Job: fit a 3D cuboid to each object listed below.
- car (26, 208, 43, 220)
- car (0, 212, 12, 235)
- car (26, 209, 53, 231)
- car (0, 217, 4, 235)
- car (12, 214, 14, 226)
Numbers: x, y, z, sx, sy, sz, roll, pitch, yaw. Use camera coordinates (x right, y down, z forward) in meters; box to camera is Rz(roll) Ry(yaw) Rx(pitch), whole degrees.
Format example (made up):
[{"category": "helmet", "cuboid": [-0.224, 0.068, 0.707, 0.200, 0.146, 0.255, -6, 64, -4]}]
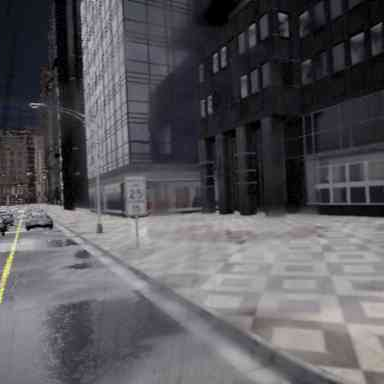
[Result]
[{"category": "car", "cuboid": [-21.208, 2.910, 44.761, 1.895, 1.301, 4.718, -2, 0, -27]}, {"category": "car", "cuboid": [-14.676, 2.413, 24.531, 1.812, 1.442, 4.674, -2, 0, -26]}, {"category": "car", "cuboid": [-12.644, 2.383, 27.575, 1.994, 1.385, 4.181, -2, 0, -26]}, {"category": "car", "cuboid": [-10.229, 2.176, 15.598, 1.994, 1.385, 4.181, -2, -1, -27]}, {"category": "car", "cuboid": [-19.097, 2.713, 33.493, 1.994, 1.385, 4.181, -2, 0, -26]}]
